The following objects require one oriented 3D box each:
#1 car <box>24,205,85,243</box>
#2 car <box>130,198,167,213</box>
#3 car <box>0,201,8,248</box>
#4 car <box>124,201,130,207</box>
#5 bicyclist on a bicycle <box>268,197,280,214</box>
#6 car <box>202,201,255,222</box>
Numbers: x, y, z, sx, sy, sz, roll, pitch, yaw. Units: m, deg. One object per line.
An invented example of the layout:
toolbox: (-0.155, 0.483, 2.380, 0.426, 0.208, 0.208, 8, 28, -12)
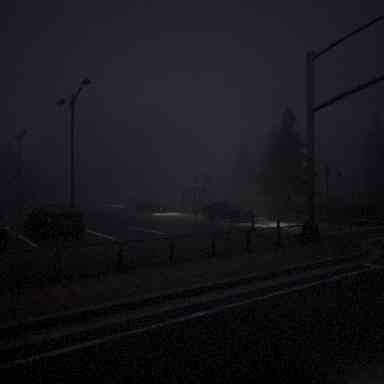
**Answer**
car: (-6.383, 1.340, 15.298, 2.007, 1.523, 4.514, 0, 0, -36)
car: (-4.635, 1.504, 36.713, 1.837, 1.490, 4.892, 0, 0, -36)
car: (-8.895, 1.331, 13.418, 2.152, 1.636, 5.027, 0, 0, -36)
car: (-7.968, 1.601, 47.316, 1.895, 1.301, 4.718, 0, 0, -36)
bicyclist on a bicycle: (7.949, 1.301, 32.232, 1.656, 1.620, 0.582, 0, 0, -36)
car: (2.859, 1.478, 26.529, 1.882, 1.535, 5.008, 0, 0, -36)
